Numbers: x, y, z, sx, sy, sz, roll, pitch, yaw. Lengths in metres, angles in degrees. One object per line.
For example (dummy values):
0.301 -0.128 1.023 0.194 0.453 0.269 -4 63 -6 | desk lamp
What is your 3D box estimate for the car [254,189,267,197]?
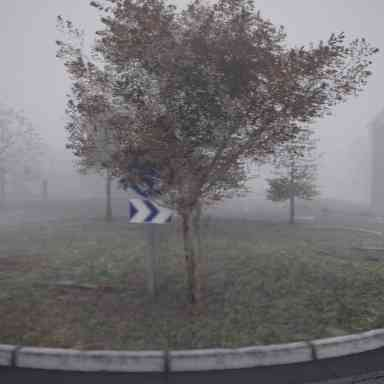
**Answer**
13.668 0.152 63.490 2.128 1.511 4.902 1 1 19 | car
